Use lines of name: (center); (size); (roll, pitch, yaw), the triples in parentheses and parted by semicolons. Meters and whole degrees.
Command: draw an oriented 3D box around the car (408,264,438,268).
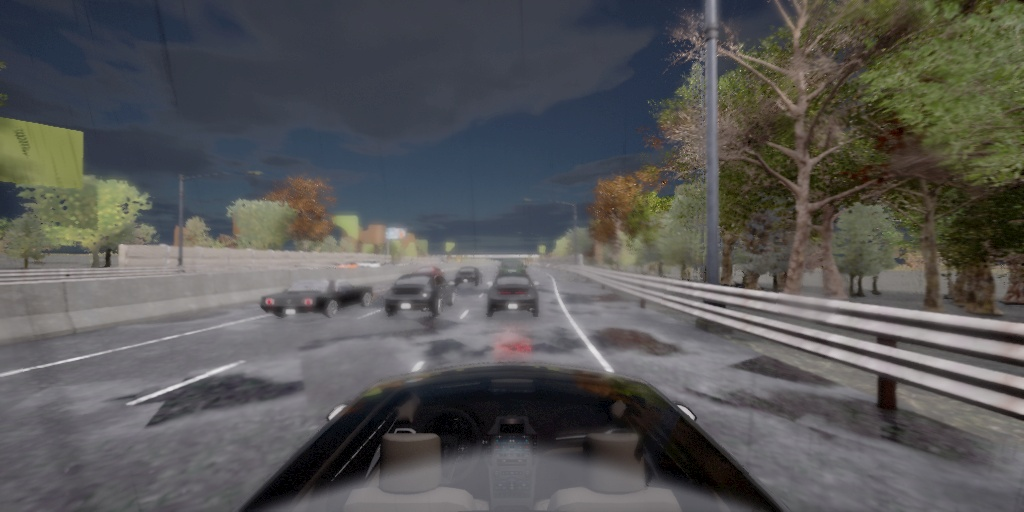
car: (-6.944, 1.602, 30.374); (1.882, 1.535, 5.008); (0, 0, 0)

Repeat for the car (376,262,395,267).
car: (-21.009, 2.111, 61.817); (2.033, 1.411, 5.357); (0, -1, 0)

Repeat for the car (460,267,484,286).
car: (-3.450, 1.615, 29.153); (1.837, 1.490, 4.892); (0, 0, 0)

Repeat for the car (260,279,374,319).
car: (-6.958, 1.503, 13.530); (1.895, 1.301, 4.718); (0, -1, 0)

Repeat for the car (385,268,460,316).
car: (-3.452, 1.416, 14.150); (1.837, 1.490, 4.892); (0, 0, 0)

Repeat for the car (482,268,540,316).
car: (0.047, 1.416, 14.138); (1.837, 1.490, 4.892); (0, 0, 0)

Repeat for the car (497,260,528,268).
car: (0.039, 1.317, 28.032); (2.150, 2.045, 5.566); (0, 0, 1)
